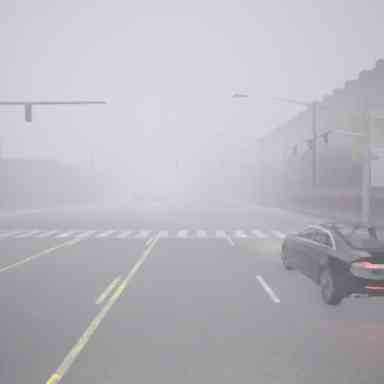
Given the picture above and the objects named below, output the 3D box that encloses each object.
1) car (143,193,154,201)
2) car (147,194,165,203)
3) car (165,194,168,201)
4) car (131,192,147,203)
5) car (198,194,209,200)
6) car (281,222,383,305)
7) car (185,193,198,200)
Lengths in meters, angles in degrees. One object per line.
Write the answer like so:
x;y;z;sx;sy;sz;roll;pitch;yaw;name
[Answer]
-10.649;1.191;81.753;2.097;1.767;4.553;0;0;0;car
-7.127;1.371;66.334;2.128;1.511;4.902;0;0;0;car
-7.149;1.191;81.854;2.097;1.767;4.553;0;0;0;car
-10.625;1.087;66.263;2.150;2.045;5.566;0;0;0;car
3.308;1.372;87.534;1.994;1.385;4.181;0;0;-3;car
3.550;1.475;8.012;2.128;1.511;4.902;0;0;0;car
-0.176;1.317;86.206;1.837;1.490;4.892;0;0;-3;car
